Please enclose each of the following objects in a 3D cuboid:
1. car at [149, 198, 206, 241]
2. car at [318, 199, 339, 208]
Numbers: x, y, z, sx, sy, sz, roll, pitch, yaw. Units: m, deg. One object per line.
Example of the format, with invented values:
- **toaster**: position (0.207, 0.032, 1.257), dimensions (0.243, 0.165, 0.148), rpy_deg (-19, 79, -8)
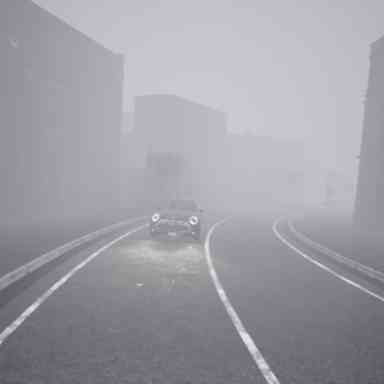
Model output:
- **car**: position (-0.503, 1.075, 15.397), dimensions (2.097, 1.767, 4.553), rpy_deg (4, 1, 6)
- **car**: position (24.319, 1.941, 58.943), dimensions (2.033, 1.411, 5.357), rpy_deg (8, 4, 43)
